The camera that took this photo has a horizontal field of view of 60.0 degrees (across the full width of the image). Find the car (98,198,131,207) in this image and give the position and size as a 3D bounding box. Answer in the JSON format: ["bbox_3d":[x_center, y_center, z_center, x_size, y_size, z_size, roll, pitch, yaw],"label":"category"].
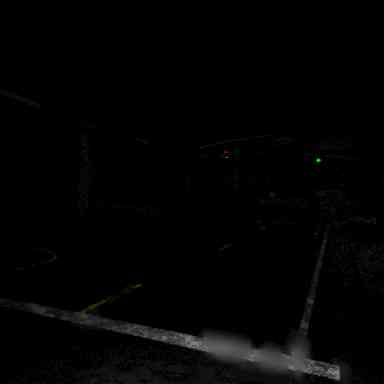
[{"bbox_3d":[-10.175,1.376,42.088,4.718,1.301,1.895,1,0,24],"label":"car"}]

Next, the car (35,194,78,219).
[{"bbox_3d":[-10.453,1.105,26.312,3.866,1.878,1.905,1,0,23],"label":"car"}]
